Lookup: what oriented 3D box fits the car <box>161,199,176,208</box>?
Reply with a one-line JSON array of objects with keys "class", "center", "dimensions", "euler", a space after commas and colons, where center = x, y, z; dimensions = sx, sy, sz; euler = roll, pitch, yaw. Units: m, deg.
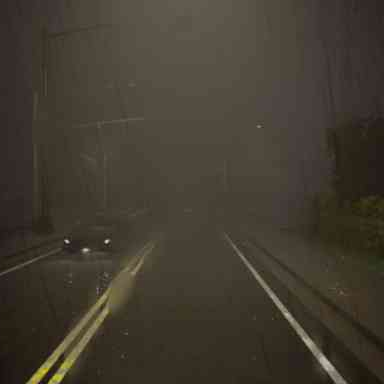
[{"class": "car", "center": [-3.499, 1.718, 50.012], "dimensions": [1.895, 1.301, 4.718], "euler": [0, 0, 0]}]

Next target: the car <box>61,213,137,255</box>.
[{"class": "car", "center": [-3.543, 1.578, 13.835], "dimensions": [2.033, 1.411, 5.357], "euler": [0, 0, 1]}]
